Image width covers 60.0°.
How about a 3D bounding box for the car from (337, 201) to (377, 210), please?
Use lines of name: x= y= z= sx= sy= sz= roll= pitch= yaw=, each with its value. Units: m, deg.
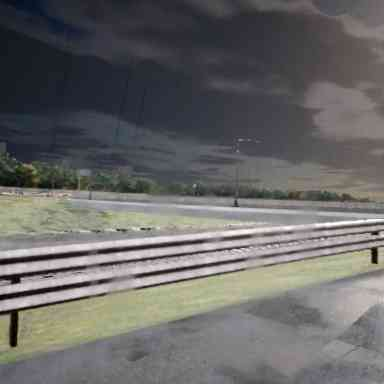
car: x=22.328 y=1.982 z=45.242 sx=4.892 sy=1.490 sz=1.837 roll=1 pitch=-1 yaw=24
